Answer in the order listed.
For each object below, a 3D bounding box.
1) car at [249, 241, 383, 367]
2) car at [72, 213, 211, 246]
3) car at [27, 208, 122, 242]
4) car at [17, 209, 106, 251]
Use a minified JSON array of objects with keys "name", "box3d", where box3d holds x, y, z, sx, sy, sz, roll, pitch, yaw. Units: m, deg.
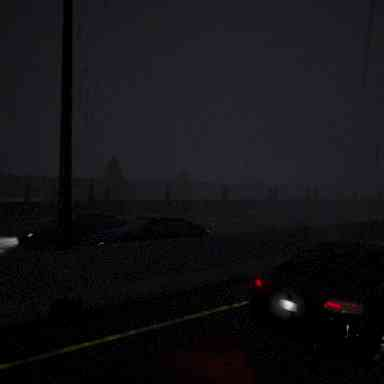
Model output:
[{"name":"car","box3d":[2.994,1.582,5.881,4.181,1.385,1.994,0,0,-36]},{"name":"car","box3d":[-1.442,1.542,11.546,4.674,1.442,1.812,0,0,-35]},{"name":"car","box3d":[-5.931,1.578,16.938,4.181,1.385,1.994,0,0,-35]},{"name":"car","box3d":[-4.540,1.538,13.639,4.674,1.442,1.812,0,0,-35]}]
